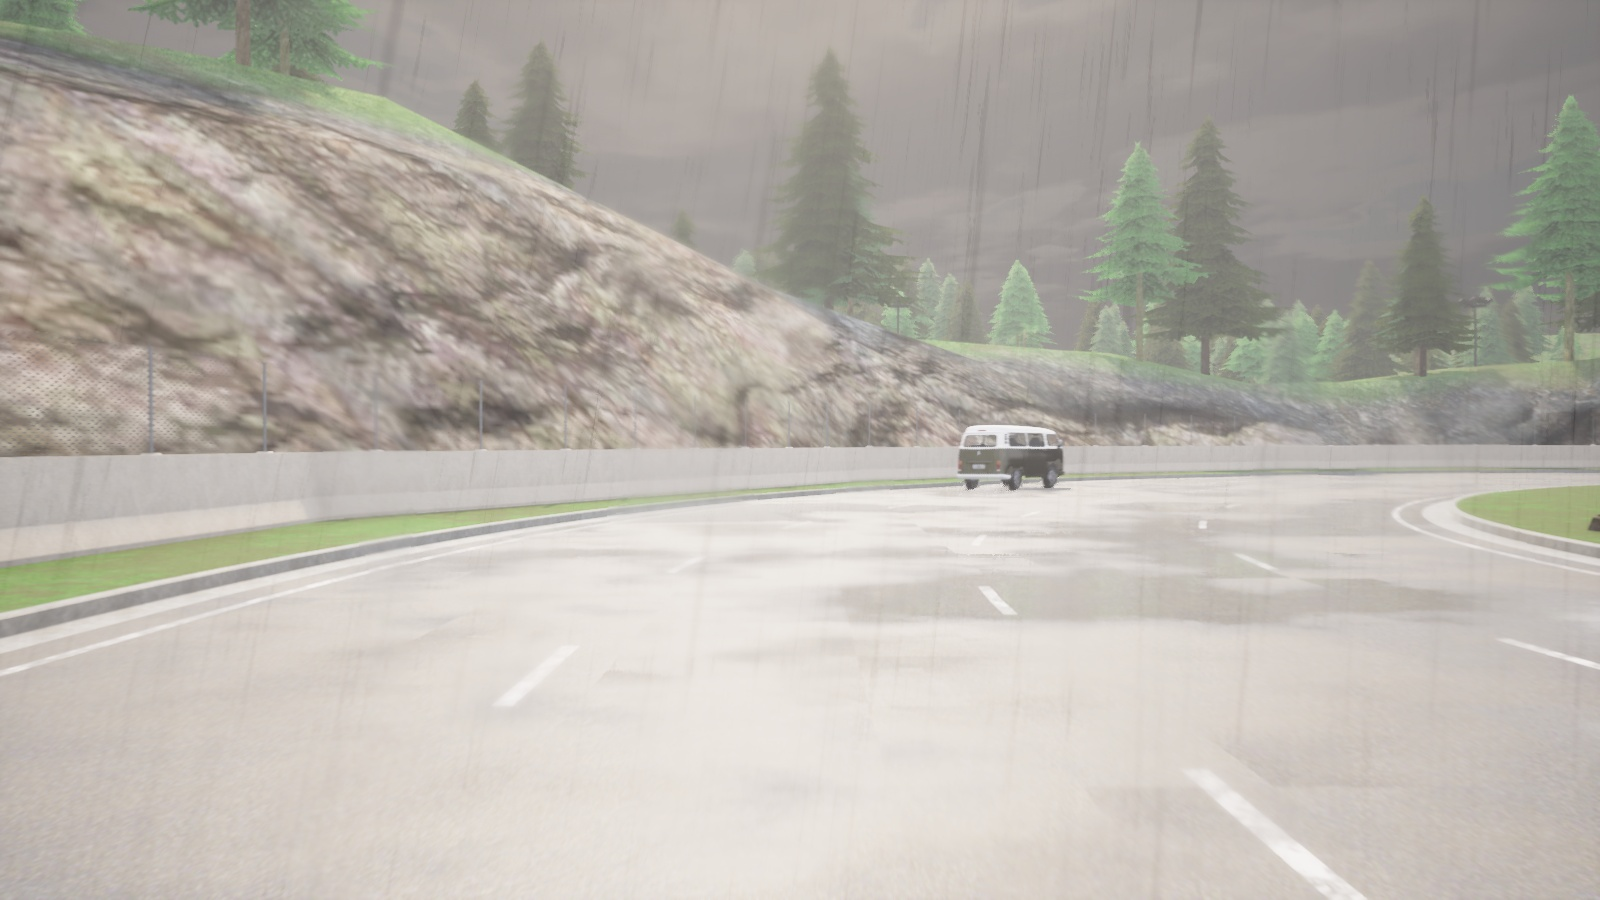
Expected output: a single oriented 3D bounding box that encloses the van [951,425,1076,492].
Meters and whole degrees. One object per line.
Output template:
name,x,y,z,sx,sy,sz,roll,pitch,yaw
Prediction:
van,6.901,0.248,40.259,2.069,2.038,4.480,0,0,38
